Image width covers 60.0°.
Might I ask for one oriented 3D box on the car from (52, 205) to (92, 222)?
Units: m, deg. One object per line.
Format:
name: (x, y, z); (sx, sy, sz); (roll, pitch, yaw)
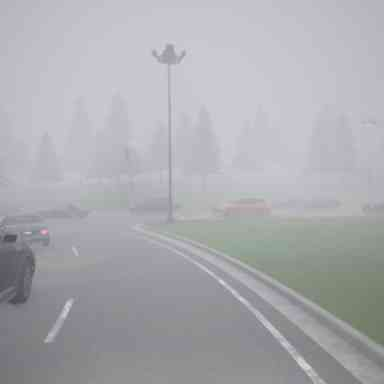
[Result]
car: (-10.697, 1.717, 26.986); (4.718, 1.301, 1.895); (-1, 0, -8)

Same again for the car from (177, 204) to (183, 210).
car: (-3.507, 1.642, 38.530); (4.718, 1.301, 1.895); (-1, 0, -8)

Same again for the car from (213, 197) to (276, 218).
car: (4.520, 1.307, 29.001); (4.553, 1.767, 2.097); (0, 0, -8)

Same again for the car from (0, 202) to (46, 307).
car: (-4.172, 1.267, 4.951); (2.150, 2.045, 5.566); (-1, 0, -9)

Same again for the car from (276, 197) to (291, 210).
car: (12.260, 1.350, 40.614); (5.008, 1.535, 1.882); (0, 0, -8)

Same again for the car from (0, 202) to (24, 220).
car: (-17.919, 1.685, 29.562); (4.902, 1.511, 2.128); (-1, 0, -8)

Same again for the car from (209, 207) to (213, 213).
car: (4.425, 1.503, 32.517); (5.357, 1.411, 2.033); (-1, 0, -8)

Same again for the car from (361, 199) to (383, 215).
car: (18.221, 1.409, 30.812); (4.718, 1.301, 1.895); (-1, 0, -8)

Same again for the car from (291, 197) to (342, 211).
car: (14.249, 1.343, 37.347); (4.902, 1.511, 2.128); (-1, 0, -8)

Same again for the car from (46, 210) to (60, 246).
car: (-7.590, 1.630, 15.015); (2.033, 1.411, 5.357); (-1, 0, -30)

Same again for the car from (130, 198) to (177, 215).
car: (-4.180, 1.399, 34.909); (4.553, 1.767, 2.097); (-1, 0, -8)

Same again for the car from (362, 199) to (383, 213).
car: (20.462, 1.385, 34.638); (4.718, 1.301, 1.895); (-1, 0, -8)
